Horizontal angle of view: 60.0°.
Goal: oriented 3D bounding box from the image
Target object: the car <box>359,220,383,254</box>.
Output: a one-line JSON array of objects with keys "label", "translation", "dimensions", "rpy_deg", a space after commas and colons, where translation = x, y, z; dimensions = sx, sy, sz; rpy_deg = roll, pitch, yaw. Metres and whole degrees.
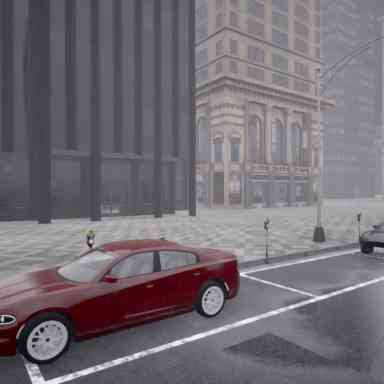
[{"label": "car", "translation": [8.013, 1.564, 12.380], "dimensions": [4.313, 1.339, 1.947], "rpy_deg": [0, 0, -36]}]

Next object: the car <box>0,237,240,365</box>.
[{"label": "car", "translation": [-1.166, 1.544, 5.821], "dimensions": [4.507, 1.381, 1.887], "rpy_deg": [0, 0, -36]}]
